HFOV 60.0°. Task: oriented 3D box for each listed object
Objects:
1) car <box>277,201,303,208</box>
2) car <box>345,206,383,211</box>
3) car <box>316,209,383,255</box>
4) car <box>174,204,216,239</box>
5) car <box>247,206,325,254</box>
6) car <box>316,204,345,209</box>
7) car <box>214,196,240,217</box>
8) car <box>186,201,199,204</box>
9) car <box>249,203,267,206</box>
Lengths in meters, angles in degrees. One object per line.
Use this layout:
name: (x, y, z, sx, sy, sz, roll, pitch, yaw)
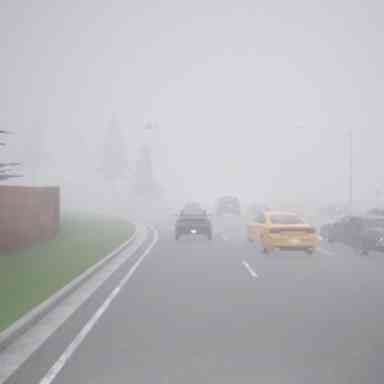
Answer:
car: (10.551, 1.721, 36.200, 1.882, 1.535, 5.008, 0, 0, 0)
car: (10.576, 1.600, 18.135, 1.882, 1.535, 5.008, 0, 0, 0)
car: (7.082, 1.639, 13.631, 2.033, 1.411, 5.357, 0, 0, 0)
car: (0.076, 1.628, 18.161, 1.837, 1.490, 4.892, 0, 0, 0)
car: (3.581, 1.573, 14.054, 1.882, 1.535, 5.008, 0, 0, 0)
car: (14.055, 1.823, 33.094, 1.895, 1.301, 4.718, 0, 0, 0)
car: (3.555, 1.449, 33.788, 2.150, 2.045, 5.566, 0, 0, 0)
car: (0.054, 1.739, 34.674, 1.837, 1.490, 4.892, 0, 0, 0)
car: (7.052, 1.801, 35.134, 1.994, 1.385, 4.181, 0, 0, 0)
